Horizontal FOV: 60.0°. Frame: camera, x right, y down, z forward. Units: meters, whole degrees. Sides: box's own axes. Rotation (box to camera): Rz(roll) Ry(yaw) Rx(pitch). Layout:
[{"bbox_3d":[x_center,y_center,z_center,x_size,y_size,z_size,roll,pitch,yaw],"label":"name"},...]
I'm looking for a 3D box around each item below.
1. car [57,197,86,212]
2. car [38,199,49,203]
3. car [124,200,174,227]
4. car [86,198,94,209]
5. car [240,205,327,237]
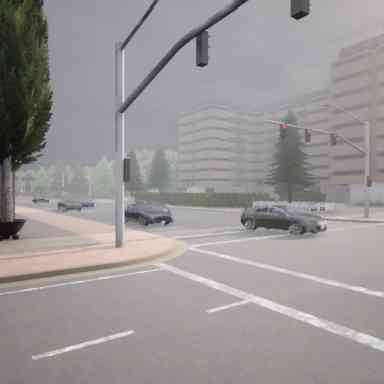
[{"bbox_3d":[-14.106,1.507,38.151,1.837,1.490,4.892,0,-1,-36],"label":"car"},{"bbox_3d":[-23.124,1.210,50.802,1.895,1.301,4.718,0,0,-36],"label":"car"},{"bbox_3d":[-3.382,1.547,23.287,2.033,1.411,5.357,0,0,-36],"label":"car"},{"bbox_3d":[-14.828,1.477,45.157,1.882,1.535,5.008,0,0,-36],"label":"car"},{"bbox_3d":[4.896,1.492,18.440,2.128,1.511,4.902,0,0,-42],"label":"car"}]
